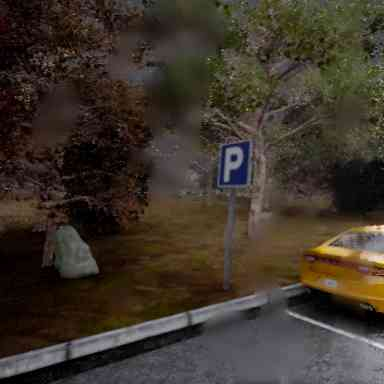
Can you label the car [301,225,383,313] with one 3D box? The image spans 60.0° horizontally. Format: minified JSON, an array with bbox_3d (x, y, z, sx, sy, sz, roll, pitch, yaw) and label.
[{"bbox_3d":[4.551,1.482,7.305,5.008,1.535,2.097,0,0,-33],"label":"car"}]
